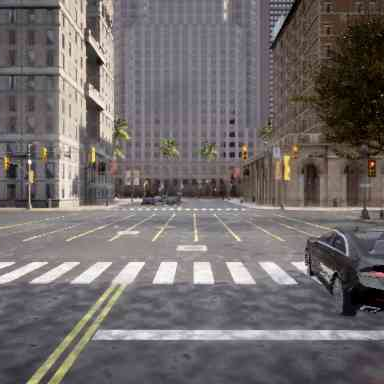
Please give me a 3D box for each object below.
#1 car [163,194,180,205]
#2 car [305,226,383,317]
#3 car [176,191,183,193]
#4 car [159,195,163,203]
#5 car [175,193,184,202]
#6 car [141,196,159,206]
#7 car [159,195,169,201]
[{"bbox_3d":[-3.642,1.504,59.466,1.837,1.490,4.892,0,0,0],"label":"car"},{"bbox_3d":[3.776,1.496,7.306,2.128,1.511,4.902,-1,0,9],"label":"car"},{"bbox_3d":[-3.327,0.840,87.773,2.150,2.045,5.566,0,0,1],"label":"car"},{"bbox_3d":[-7.001,1.525,68.988,1.812,1.442,4.674,0,0,1],"label":"car"},{"bbox_3d":[-3.466,1.525,72.720,2.128,1.511,4.902,0,0,1],"label":"car"},{"bbox_3d":[-7.148,1.563,54.951,1.994,1.385,4.181,0,0,0],"label":"car"},{"bbox_3d":[-6.868,1.521,83.361,2.033,1.411,5.357,0,0,1],"label":"car"}]
